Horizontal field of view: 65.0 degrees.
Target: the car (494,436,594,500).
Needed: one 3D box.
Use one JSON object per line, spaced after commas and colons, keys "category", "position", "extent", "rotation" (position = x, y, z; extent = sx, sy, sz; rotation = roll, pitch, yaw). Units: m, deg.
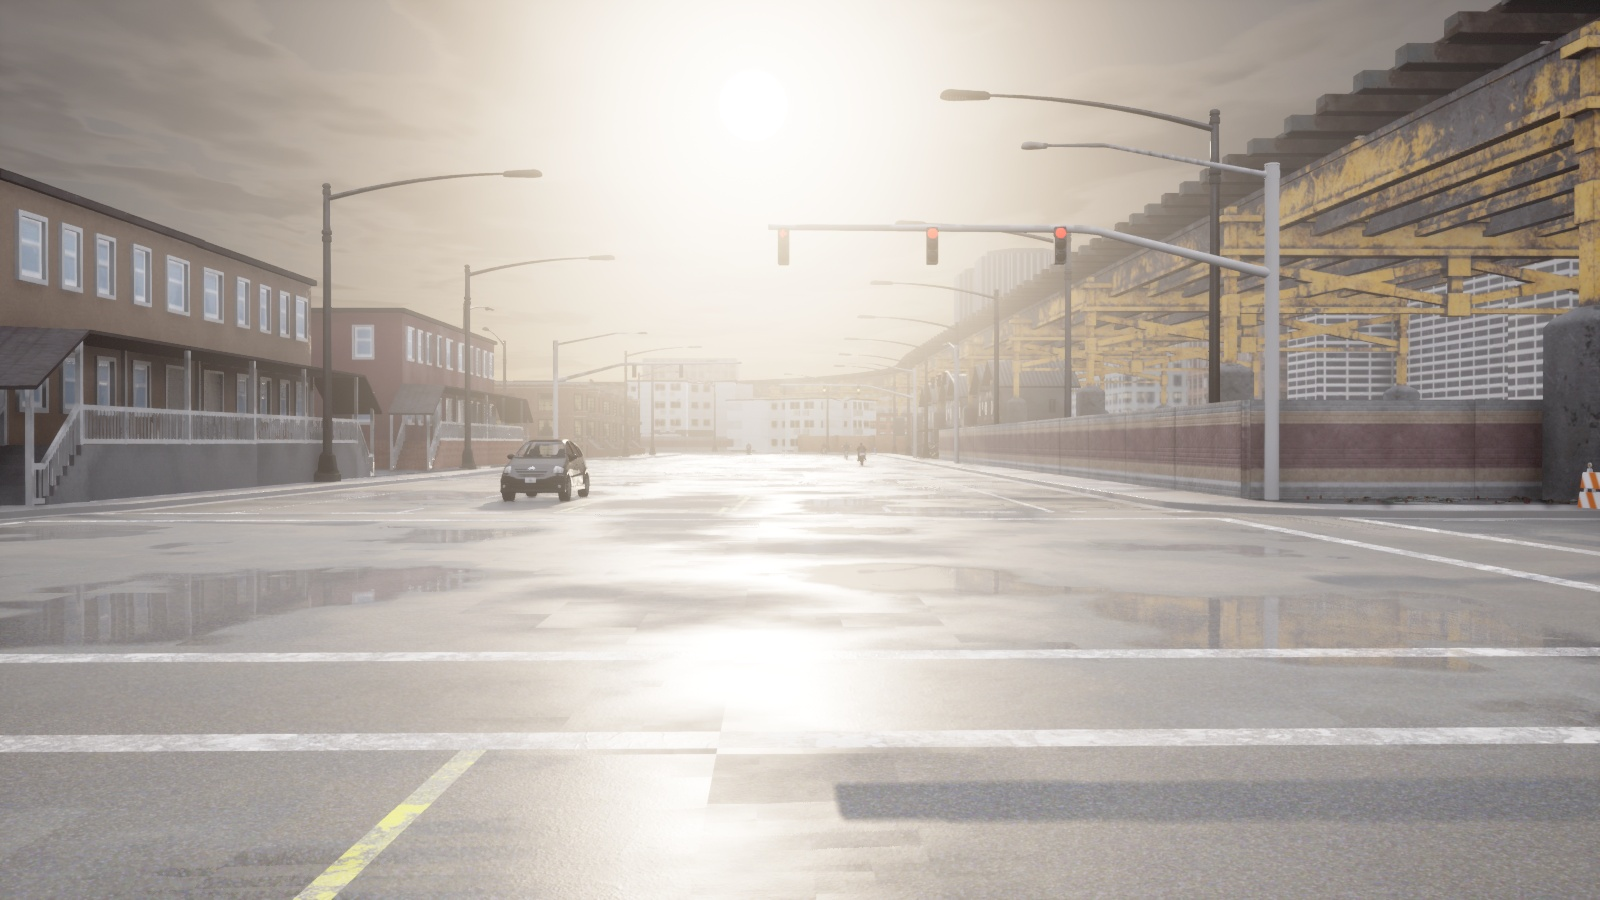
{"category": "car", "position": [-6.792, 0.449, 33.720], "extent": [1.851, 1.617, 3.988], "rotation": [0, 0, 0]}
